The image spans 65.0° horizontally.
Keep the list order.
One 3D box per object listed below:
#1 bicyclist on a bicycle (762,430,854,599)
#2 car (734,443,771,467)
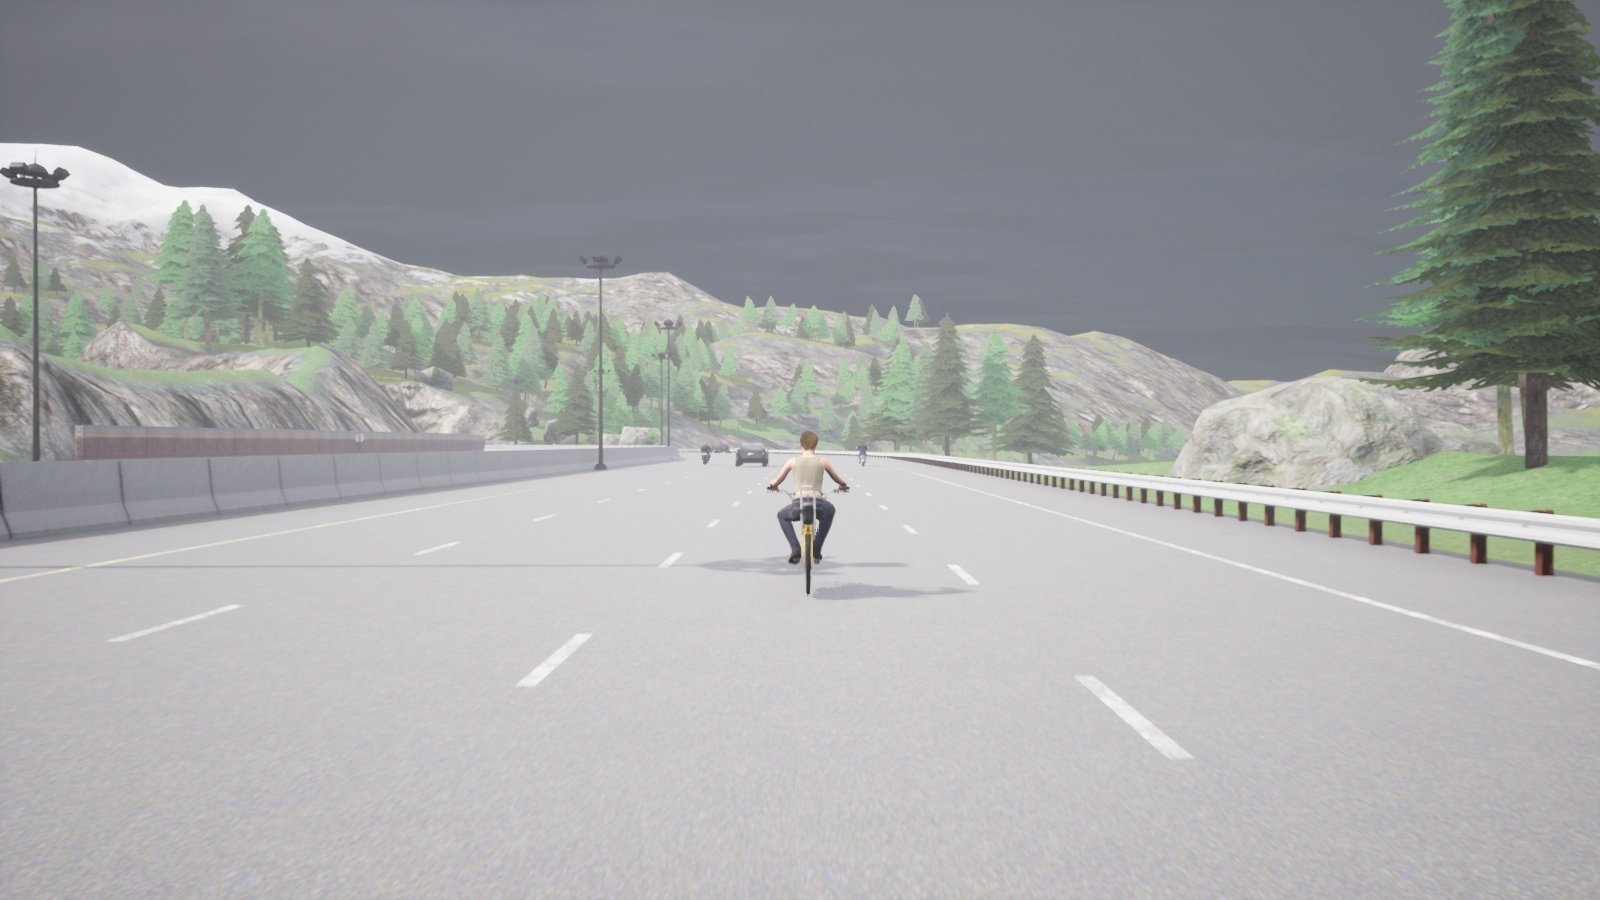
[{"bbox_3d":[0.083,0.609,12.715,0.866,1.612,1.509,0,0,1],"label":"bicyclist on a bicycle"},{"bbox_3d":[-3.028,0.274,80.509,2.163,1.488,4.792,0,0,0],"label":"car"}]
